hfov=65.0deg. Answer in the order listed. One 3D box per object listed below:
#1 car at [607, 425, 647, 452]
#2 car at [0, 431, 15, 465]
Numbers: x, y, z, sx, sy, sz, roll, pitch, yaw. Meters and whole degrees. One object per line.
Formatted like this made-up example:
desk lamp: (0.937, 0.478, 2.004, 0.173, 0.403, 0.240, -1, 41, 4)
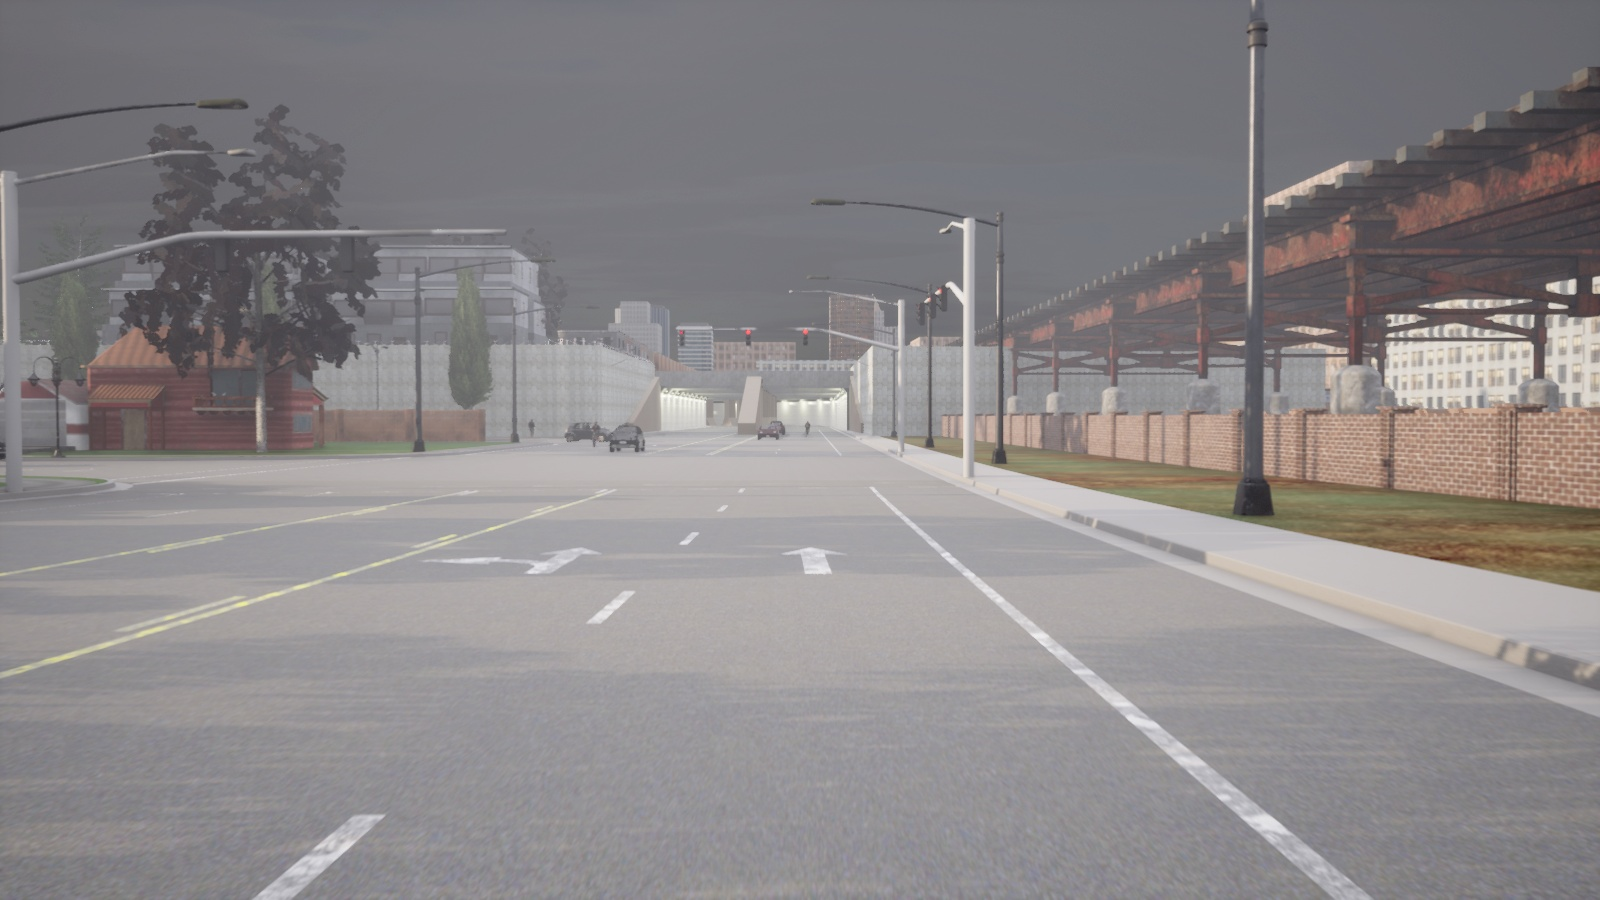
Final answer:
car: (-10.061, -0.680, 73.107, 1.789, 1.549, 3.705, 0, 1, 0)
car: (-35.806, -0.072, 51.960, 5.357, 1.411, 2.033, 0, 2, -1)
